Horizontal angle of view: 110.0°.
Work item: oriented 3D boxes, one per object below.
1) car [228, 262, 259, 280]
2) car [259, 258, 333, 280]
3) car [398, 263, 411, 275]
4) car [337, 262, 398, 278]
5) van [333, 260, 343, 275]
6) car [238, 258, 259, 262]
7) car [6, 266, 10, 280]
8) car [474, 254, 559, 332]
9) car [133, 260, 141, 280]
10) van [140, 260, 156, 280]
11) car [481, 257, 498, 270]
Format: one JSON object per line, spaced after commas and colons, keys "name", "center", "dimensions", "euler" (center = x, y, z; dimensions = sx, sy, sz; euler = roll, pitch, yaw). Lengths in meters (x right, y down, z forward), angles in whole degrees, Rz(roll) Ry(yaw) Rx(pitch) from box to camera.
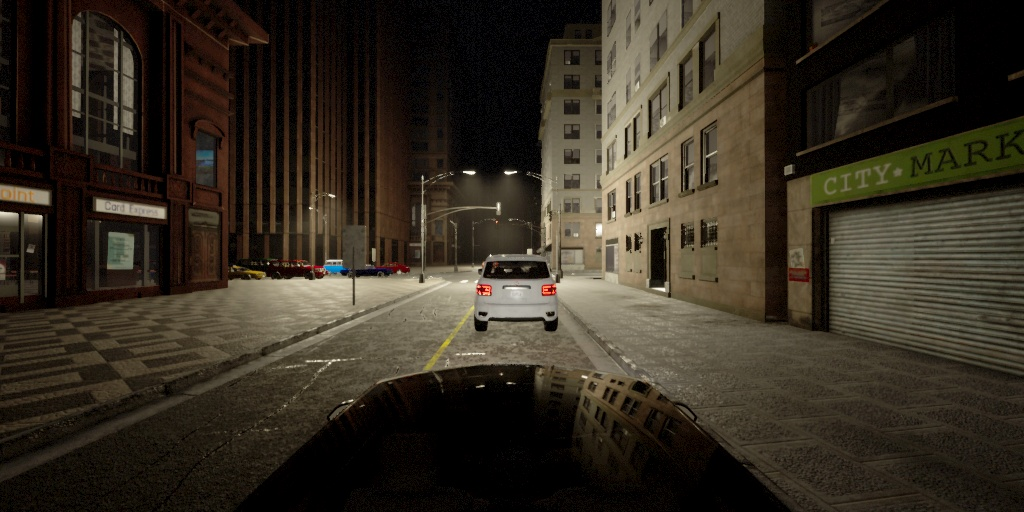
{"name": "car", "center": [-25.089, 1.552, 32.763], "dimensions": [4.829, 1.417, 1.751], "euler": [0, 0, 0]}
{"name": "car", "center": [-19.635, 1.274, 32.746], "dimensions": [5.009, 1.841, 2.192], "euler": [0, 0, 0]}
{"name": "car", "center": [-13.993, 1.477, 41.254], "dimensions": [4.507, 1.381, 1.888], "euler": [0, 0, 0]}
{"name": "car", "center": [-14.159, 1.506, 35.300], "dimensions": [4.718, 1.301, 1.895], "euler": [-1, 0, 0]}
{"name": "van", "center": [-19.617, 1.341, 41.272], "dimensions": [3.998, 1.789, 1.690], "euler": [0, 0, 0]}
{"name": "car", "center": [-24.124, 1.247, 35.325], "dimensions": [5.566, 2.045, 2.150], "euler": [-1, 0, -1]}
{"name": "car", "center": [-47.755, 1.850, 32.836], "dimensions": [4.403, 1.370, 2.007], "euler": [0, 0, 0]}
{"name": "car", "center": [0.096, 0.974, 11.067], "dimensions": [2.150, 2.045, 5.566], "euler": [0, 0, 0]}
{"name": "car", "center": [-34.479, 1.372, 35.377], "dimensions": [5.566, 2.045, 2.150], "euler": [-1, 0, 0]}
{"name": "van", "center": [-30.883, 1.436, 32.782], "dimensions": [3.998, 1.789, 1.690], "euler": [0, 0, 0]}
{"name": "car", "center": [-3.132, 1.097, 51.784], "dimensions": [2.097, 1.767, 4.553], "euler": [0, 0, 1]}
